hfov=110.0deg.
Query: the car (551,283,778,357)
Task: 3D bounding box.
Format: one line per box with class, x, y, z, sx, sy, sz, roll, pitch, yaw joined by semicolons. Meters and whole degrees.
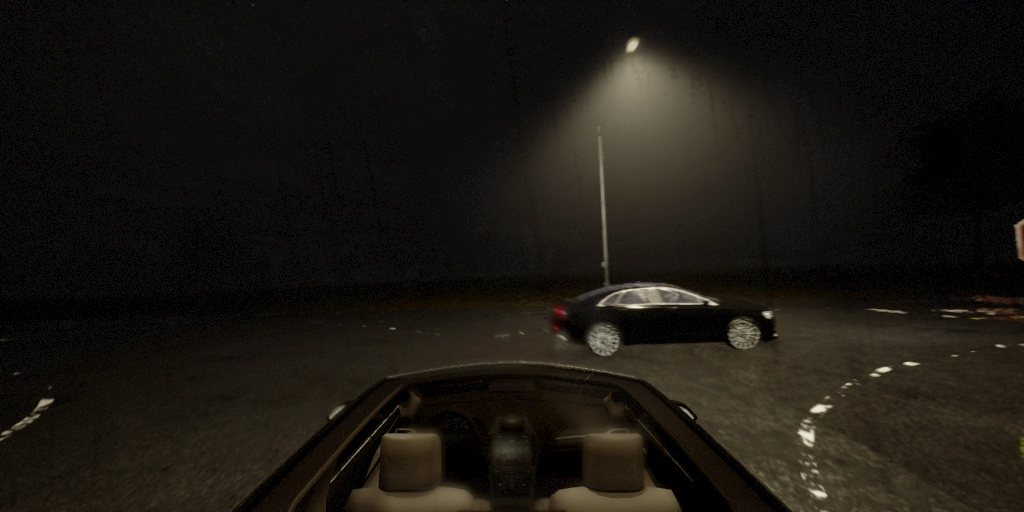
car;3.358;1.369;8.404;4.902;1.511;2.128;-3;-2;3
